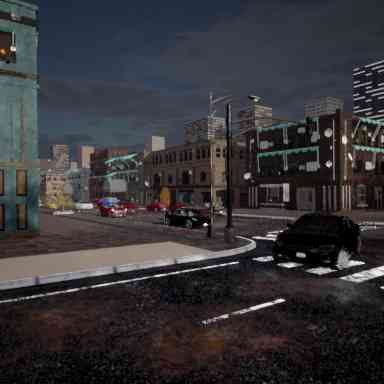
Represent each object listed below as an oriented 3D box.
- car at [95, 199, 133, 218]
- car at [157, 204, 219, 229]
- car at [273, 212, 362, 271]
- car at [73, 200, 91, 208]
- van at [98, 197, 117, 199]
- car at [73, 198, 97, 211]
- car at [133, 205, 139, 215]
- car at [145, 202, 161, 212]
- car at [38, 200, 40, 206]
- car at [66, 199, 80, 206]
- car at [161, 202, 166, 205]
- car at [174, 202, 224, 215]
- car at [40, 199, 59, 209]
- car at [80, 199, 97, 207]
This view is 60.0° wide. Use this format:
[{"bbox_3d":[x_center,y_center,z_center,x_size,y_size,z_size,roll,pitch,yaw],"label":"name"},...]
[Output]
[{"bbox_3d":[-8.347,1.846,35.213,1.967,1.590,4.097,-1,0,-36],"label":"car"},{"bbox_3d":[-0.372,1.815,23.854,1.947,1.339,4.313,-2,0,-36],"label":"car"},{"bbox_3d":[4.457,1.476,11.305,1.882,1.535,5.008,2,1,35],"label":"car"},{"bbox_3d":[-20.567,2.230,62.277,1.994,1.385,4.181,-1,0,-36],"label":"car"},{"bbox_3d":[-14.410,1.907,58.099,1.690,1.788,3.998,-1,0,-36],"label":"van"},{"bbox_3d":[-16.593,2.103,51.358,1.812,1.442,4.674,-1,0,-35],"label":"car"},{"bbox_3d":[-8.022,1.892,39.241,1.882,1.535,5.008,-1,0,-35],"label":"car"},{"bbox_3d":[-4.746,1.966,44.591,1.802,1.307,4.206,-2,0,-36],"label":"car"},{"bbox_3d":[-30.879,2.376,66.733,2.008,1.369,4.403,-1,0,-36],"label":"car"},{"bbox_3d":[-27.282,2.364,76.110,1.947,1.339,4.313,-1,0,-36],"label":"car"},{"bbox_3d":[-1.528,1.904,40.089,1.802,1.307,4.206,-2,0,-36],"label":"car"},{"bbox_3d":[0.334,1.815,27.540,1.994,1.385,4.181,-1,0,-36],"label":"car"},{"bbox_3d":[-24.342,2.233,57.588,1.752,1.417,4.829,-1,0,-36],"label":"car"},{"bbox_3d":[-20.844,2.228,67.105,1.887,1.381,4.507,-1,0,-36],"label":"car"}]
